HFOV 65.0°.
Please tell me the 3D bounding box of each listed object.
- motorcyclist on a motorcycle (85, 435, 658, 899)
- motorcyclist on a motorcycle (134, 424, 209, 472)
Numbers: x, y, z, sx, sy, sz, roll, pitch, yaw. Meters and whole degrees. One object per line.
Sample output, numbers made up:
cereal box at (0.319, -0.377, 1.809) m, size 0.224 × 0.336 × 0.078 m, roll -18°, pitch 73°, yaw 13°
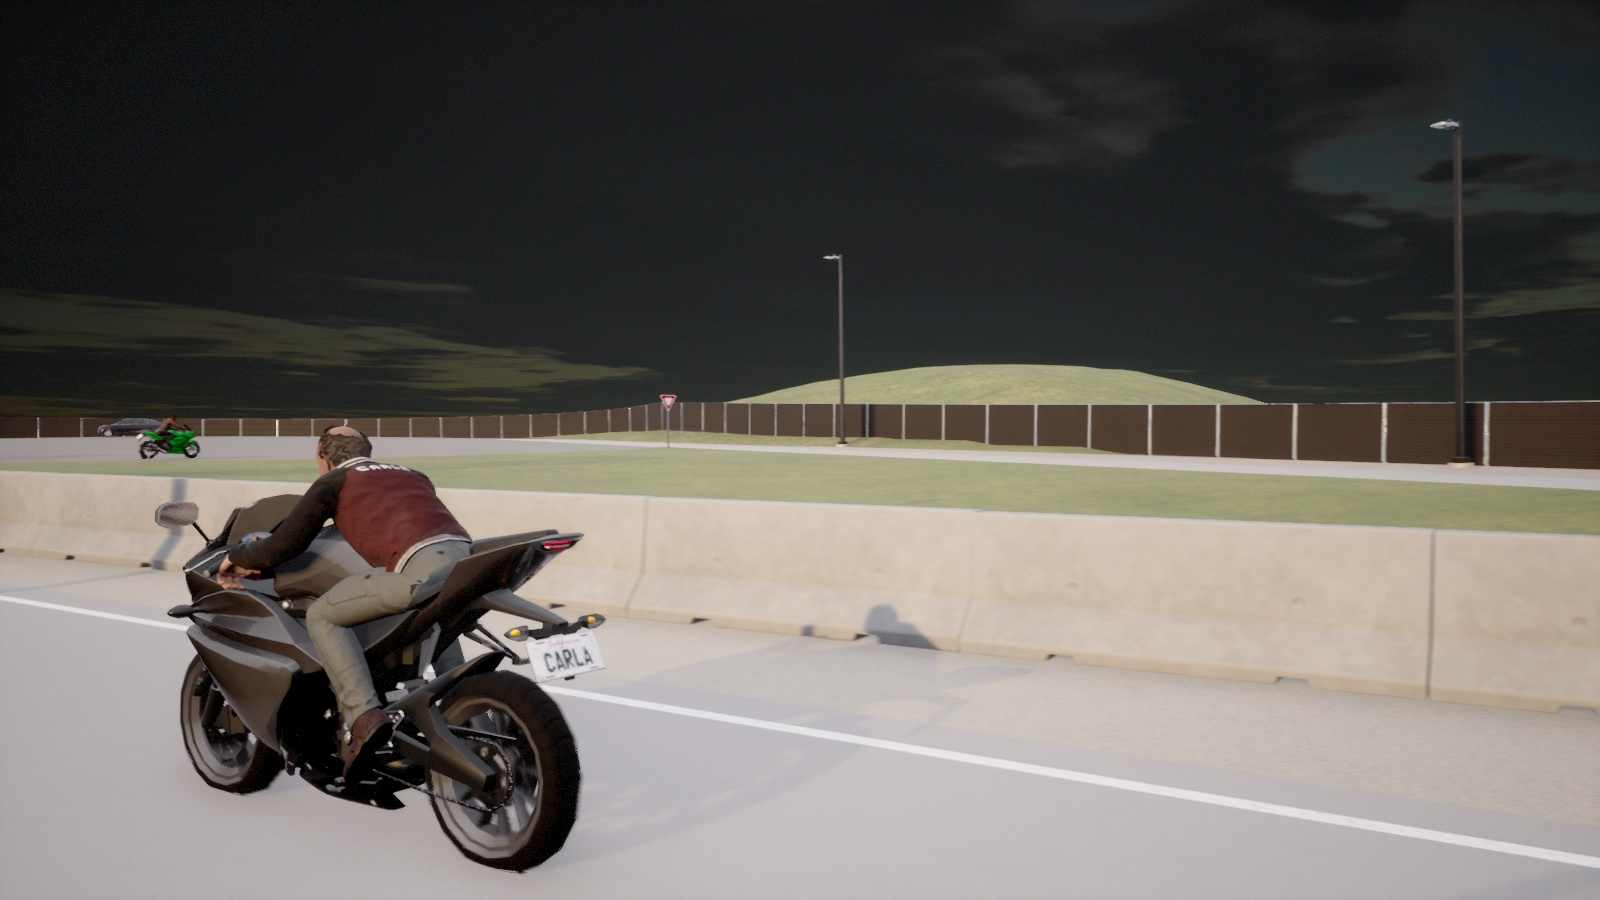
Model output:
motorcyclist on a motorcycle at (-1.669, 0.718, 4.734) m, size 2.191 × 1.530 × 0.866 m, roll 0°, pitch 1°, yaw 34°
motorcyclist on a motorcycle at (-20.772, -0.071, 41.534) m, size 0.797 × 1.523 × 2.044 m, roll -1°, pitch 1°, yaw 39°
